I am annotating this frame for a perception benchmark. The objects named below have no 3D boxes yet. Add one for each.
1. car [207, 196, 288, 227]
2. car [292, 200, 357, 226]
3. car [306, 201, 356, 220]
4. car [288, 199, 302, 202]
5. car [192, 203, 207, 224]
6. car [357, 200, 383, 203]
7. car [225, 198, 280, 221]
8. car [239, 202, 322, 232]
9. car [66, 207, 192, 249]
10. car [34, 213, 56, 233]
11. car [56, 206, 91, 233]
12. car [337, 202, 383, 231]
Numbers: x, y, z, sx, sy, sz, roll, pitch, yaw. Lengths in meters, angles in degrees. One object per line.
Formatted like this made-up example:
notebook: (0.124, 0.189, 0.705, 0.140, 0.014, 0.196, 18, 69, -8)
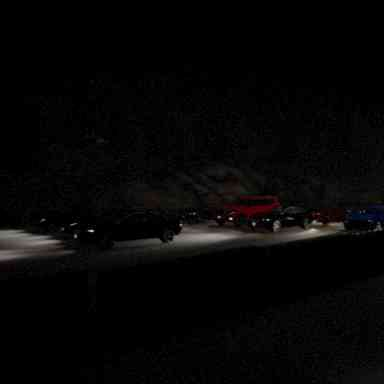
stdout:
car: (4.093, 1.343, 24.088, 5.566, 2.045, 2.150, 0, 0, -35)
car: (9.368, 1.484, 23.432, 4.181, 1.385, 1.994, 0, 0, -35)
car: (12.609, 1.629, 30.093, 4.892, 1.490, 1.837, 0, 0, -35)
car: (9.413, 1.482, 32.128, 4.553, 1.767, 2.097, 0, 0, -35)
car: (1.378, 1.614, 26.450, 4.902, 1.511, 2.128, 0, 0, -35)
car: (13.898, 1.474, 26.724, 4.553, 1.767, 2.097, 0, 0, -35)
car: (5.331, 1.493, 29.151, 4.553, 1.767, 2.097, 0, 0, -35)
car: (5.616, 1.608, 20.877, 4.902, 1.511, 2.128, 0, 0, -36)
car: (-2.721, 1.558, 14.945, 4.902, 1.511, 2.128, 1, 0, -35)
car: (-7.102, 1.595, 20.411, 4.674, 1.442, 1.812, 1, 0, -35)
car: (-4.543, 1.598, 17.946, 4.674, 1.442, 1.812, 1, 0, -35)
car: (11.396, 1.632, 20.580, 5.008, 1.535, 1.882, 0, 0, -35)
